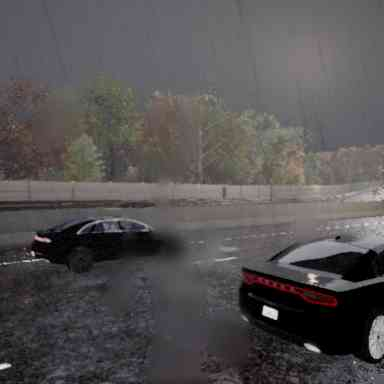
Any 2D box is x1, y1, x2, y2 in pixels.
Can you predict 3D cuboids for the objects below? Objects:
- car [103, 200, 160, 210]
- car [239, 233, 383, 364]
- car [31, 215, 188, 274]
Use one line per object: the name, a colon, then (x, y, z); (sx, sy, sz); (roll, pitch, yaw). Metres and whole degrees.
car: (-4.189, 1.355, 22.498); (4.553, 1.767, 2.097); (0, 0, -35)
car: (3.071, 1.479, 5.936); (5.008, 1.535, 1.882); (0, 0, -36)
car: (-2.416, 1.492, 10.620); (4.902, 1.511, 2.128); (0, 0, -36)
